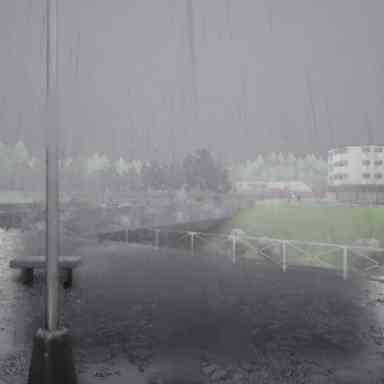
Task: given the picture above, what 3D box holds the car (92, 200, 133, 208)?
[{"bbox_3d":[-8.869,1.565,37.874,1.895,1.301,4.718,0,0,36],"label":"car"}]
